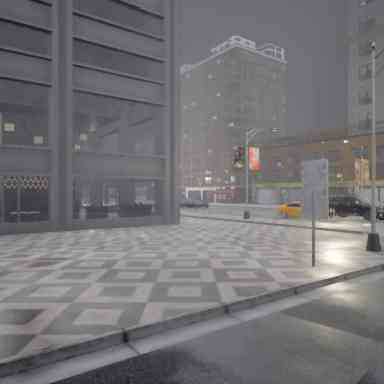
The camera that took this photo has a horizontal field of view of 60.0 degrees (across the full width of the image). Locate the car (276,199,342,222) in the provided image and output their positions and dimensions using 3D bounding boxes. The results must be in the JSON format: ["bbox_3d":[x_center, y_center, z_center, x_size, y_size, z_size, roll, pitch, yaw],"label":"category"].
[{"bbox_3d":[9.284,1.537,27.357,1.882,1.535,5.008,0,0,-36],"label":"car"}]

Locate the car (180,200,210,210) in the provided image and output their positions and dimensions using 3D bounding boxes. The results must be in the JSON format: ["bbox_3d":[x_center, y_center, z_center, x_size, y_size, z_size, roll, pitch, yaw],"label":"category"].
[{"bbox_3d":[0.326,1.728,45.337,1.895,1.301,4.718,0,0,-36],"label":"car"}]

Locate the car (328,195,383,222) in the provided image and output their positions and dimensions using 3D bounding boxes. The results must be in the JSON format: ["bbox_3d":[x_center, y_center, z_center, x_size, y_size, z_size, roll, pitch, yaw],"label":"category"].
[{"bbox_3d":[13.316,1.270,27.322,2.150,2.045,5.566,0,0,-36],"label":"car"}]
